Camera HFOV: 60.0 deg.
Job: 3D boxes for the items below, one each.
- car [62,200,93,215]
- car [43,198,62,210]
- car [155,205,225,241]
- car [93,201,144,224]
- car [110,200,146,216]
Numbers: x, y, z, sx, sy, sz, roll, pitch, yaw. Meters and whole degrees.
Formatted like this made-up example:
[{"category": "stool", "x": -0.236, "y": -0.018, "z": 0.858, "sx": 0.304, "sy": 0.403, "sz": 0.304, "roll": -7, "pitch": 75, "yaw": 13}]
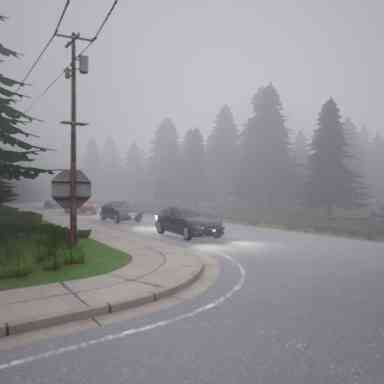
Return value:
[{"category": "car", "x": -11.092, "y": 1.329, "z": 33.220, "sx": 2.097, "sy": 1.767, "sz": 4.553, "roll": 0, "pitch": 0, "yaw": -35}, {"category": "car", "x": -17.973, "y": 1.503, "z": 43.271, "sx": 1.812, "sy": 1.442, "sz": 4.674, "roll": 0, "pitch": 0, "yaw": -34}, {"category": "car", "x": -0.258, "y": 1.475, "z": 16.845, "sx": 1.837, "sy": 1.490, "sz": 4.892, "roll": 0, "pitch": 0, "yaw": -31}, {"category": "car", "x": -5.394, "y": 1.461, "z": 24.815, "sx": 2.128, "sy": 1.511, "sz": 4.902, "roll": 0, "pitch": 0, "yaw": -34}, {"category": "car", "x": -6.355, "y": 1.541, "z": 32.811, "sx": 1.994, "sy": 1.385, "sz": 4.181, "roll": 0, "pitch": 0, "yaw": -34}]
